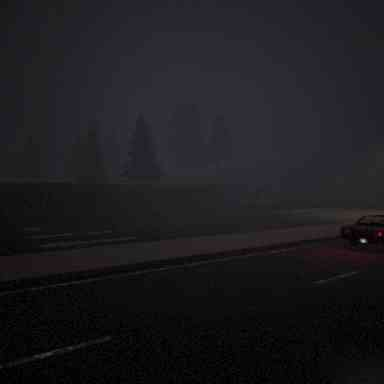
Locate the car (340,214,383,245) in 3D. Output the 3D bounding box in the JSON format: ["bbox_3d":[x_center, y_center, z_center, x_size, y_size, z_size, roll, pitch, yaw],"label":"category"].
[{"bbox_3d":[8.463,1.601,14.202,4.718,1.301,1.895,0,0,-35],"label":"car"}]
